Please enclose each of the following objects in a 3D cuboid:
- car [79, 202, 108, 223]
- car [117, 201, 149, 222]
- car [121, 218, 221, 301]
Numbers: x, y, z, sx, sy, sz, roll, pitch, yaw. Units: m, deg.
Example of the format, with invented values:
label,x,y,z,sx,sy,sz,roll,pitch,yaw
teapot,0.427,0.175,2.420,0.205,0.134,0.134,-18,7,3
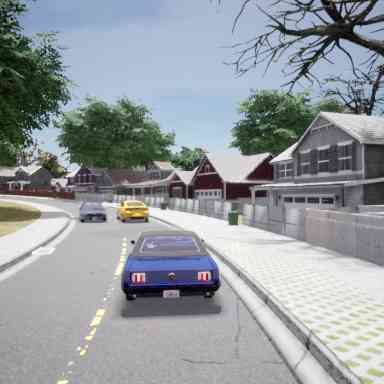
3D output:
label,x,y,z,sx,sy,sz,roll,pitch,yaw
car,-7.567,1.449,25.291,2.033,1.411,5.357,0,0,-20
car,-4.615,1.394,25.552,1.882,1.535,5.008,0,0,-19
car,-0.607,1.596,8.368,1.895,1.301,4.718,0,0,-6
